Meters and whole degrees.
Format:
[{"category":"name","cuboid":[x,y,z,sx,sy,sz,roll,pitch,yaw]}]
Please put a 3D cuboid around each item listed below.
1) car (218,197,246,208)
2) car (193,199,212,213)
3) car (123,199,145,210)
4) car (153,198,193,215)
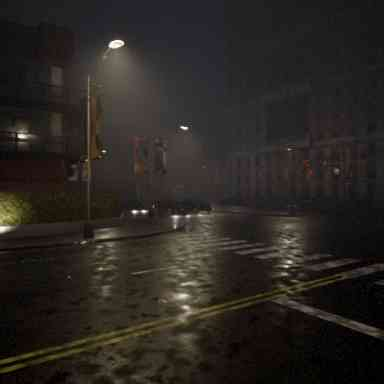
[{"category":"car","cuboid":[5.830,1.475,49.488,1.882,1.535,5.008,0,0,-35]},{"category":"car","cuboid":[0.206,1.476,37.142,1.882,1.535,5.008,0,0,-35]},{"category":"car","cuboid":[-7.590,1.563,42.230,1.994,1.385,4.181,0,0,-35]},{"category":"car","cuboid":[-2.318,1.504,34.641,1.837,1.490,4.892,0,0,-35]}]
